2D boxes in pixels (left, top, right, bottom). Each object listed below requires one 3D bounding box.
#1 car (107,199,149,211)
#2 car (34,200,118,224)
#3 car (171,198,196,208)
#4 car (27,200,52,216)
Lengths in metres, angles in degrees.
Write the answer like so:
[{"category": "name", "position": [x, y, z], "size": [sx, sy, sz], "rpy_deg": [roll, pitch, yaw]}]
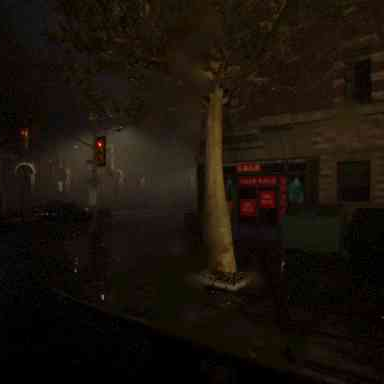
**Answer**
[{"category": "car", "position": [-7.466, 1.601, 40.018], "size": [1.895, 1.301, 4.718], "rpy_deg": [0, 0, 36]}, {"category": "car", "position": [-8.410, 1.547, 24.652], "size": [2.033, 1.411, 5.357], "rpy_deg": [0, 0, 35]}, {"category": "car", "position": [-1.394, 1.547, 48.297], "size": [2.033, 1.411, 5.357], "rpy_deg": [0, 0, 36]}, {"category": "car", "position": [-13.359, 1.526, 31.940], "size": [1.812, 1.442, 4.674], "rpy_deg": [0, 0, 36]}]
